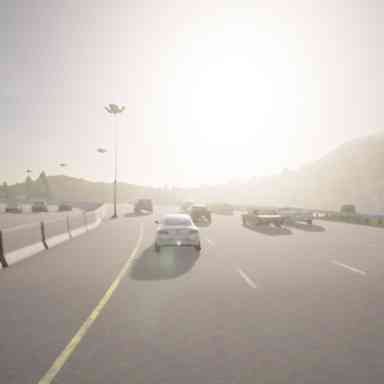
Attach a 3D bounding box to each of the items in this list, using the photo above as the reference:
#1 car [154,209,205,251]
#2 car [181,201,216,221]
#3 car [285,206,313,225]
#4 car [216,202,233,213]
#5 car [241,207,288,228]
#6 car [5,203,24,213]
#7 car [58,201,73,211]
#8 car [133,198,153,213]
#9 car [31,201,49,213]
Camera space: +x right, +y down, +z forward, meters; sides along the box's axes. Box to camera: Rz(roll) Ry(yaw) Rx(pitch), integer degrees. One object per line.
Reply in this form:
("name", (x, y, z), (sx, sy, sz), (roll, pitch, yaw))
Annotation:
("car", (-0.709, 1.736, 15.059), (1.812, 1.442, 4.674), (0, -1, -5))
("car", (0.507, 1.935, 31.431), (1.837, 1.490, 4.892), (0, -1, -11))
("car", (8.273, 1.871, 27.537), (1.812, 1.442, 4.674), (0, -1, -9))
("car", (4.106, 2.099, 46.616), (1.882, 1.535, 5.008), (0, -1, -15))
("car", (5.158, 1.925, 25.126), (1.895, 1.301, 4.718), (0, -1, -9))
("car", (-26.114, 2.322, 49.061), (2.033, 1.411, 5.357), (0, -1, -19))
("car", (-20.307, 2.164, 53.485), (2.097, 1.767, 4.553), (0, -1, -20))
("car", (-7.090, 1.906, 47.926), (2.150, 2.045, 5.566), (0, -1, -17))
("car", (-22.682, 2.122, 49.722), (2.097, 1.767, 4.553), (0, -1, -19))
